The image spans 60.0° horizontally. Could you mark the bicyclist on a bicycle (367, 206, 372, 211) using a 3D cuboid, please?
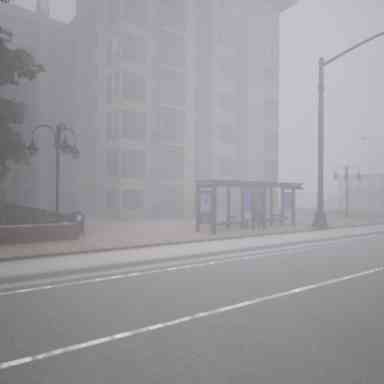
[{"bbox_3d":[26.838,2.939,50.233,1.656,1.620,0.582,0,-8,-36],"label":"bicyclist on a bicycle"}]
